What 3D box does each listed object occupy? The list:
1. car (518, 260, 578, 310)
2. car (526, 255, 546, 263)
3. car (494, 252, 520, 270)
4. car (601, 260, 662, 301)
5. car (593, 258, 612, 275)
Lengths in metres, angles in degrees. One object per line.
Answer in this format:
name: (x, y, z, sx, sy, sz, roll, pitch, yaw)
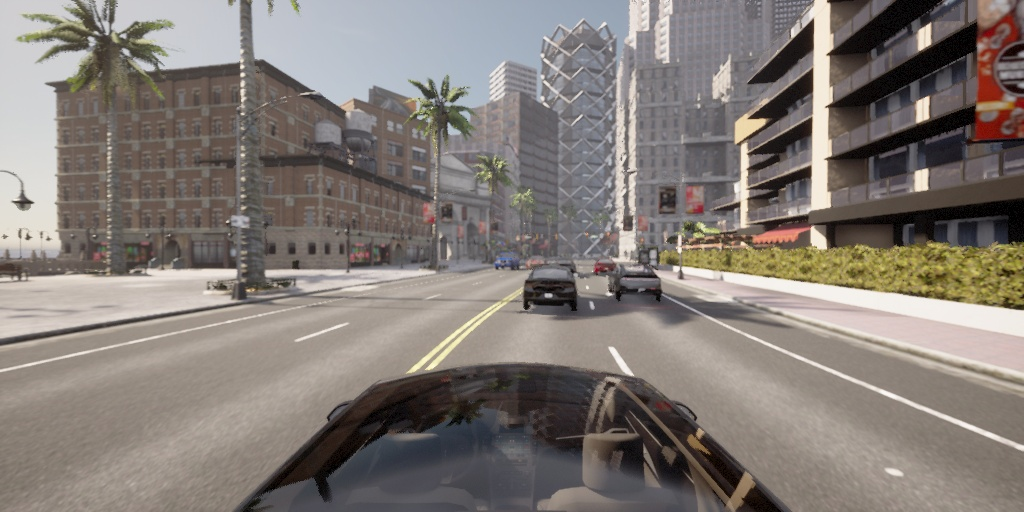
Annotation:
car: (1.583, 1.115, 14.210, 1.882, 1.535, 5.008, 0, 1, 9)
car: (2.896, 0.737, 41.539, 2.097, 1.767, 4.553, 0, 1, 11)
car: (-0.487, 0.586, 42.468, 2.150, 2.045, 5.566, 0, 0, 11)
car: (5.514, 1.118, 16.503, 2.128, 1.511, 4.902, 0, 0, 10)
car: (8.608, 0.957, 33.405, 1.882, 1.535, 5.008, 0, 1, 11)
